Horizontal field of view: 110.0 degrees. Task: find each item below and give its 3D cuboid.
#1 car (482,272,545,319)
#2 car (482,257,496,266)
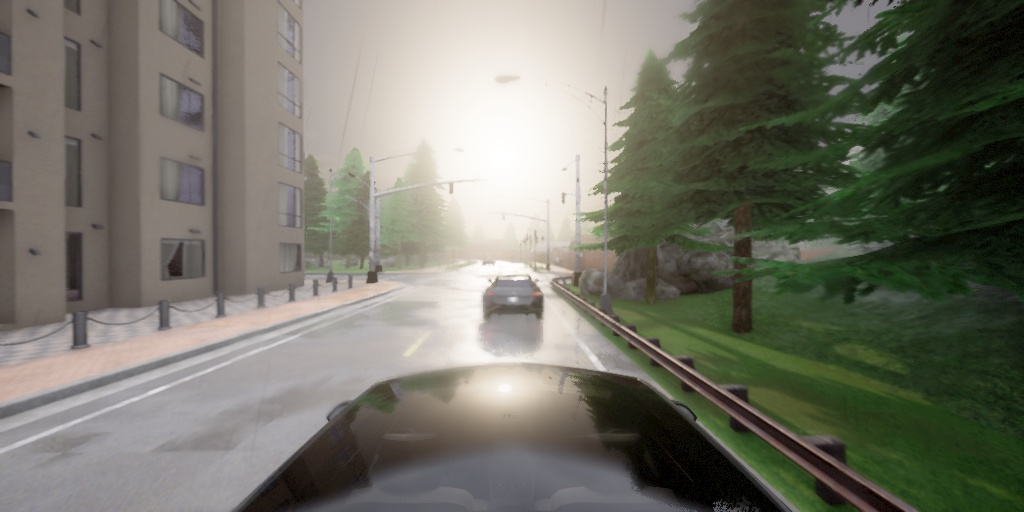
[{"bbox_3d":[0.057,1.252,12.539,1.994,1.385,4.181,0,0,0],"label":"car"},{"bbox_3d":[-4.122,0.947,62.533,1.994,1.385,4.181,0,0,0],"label":"car"}]
